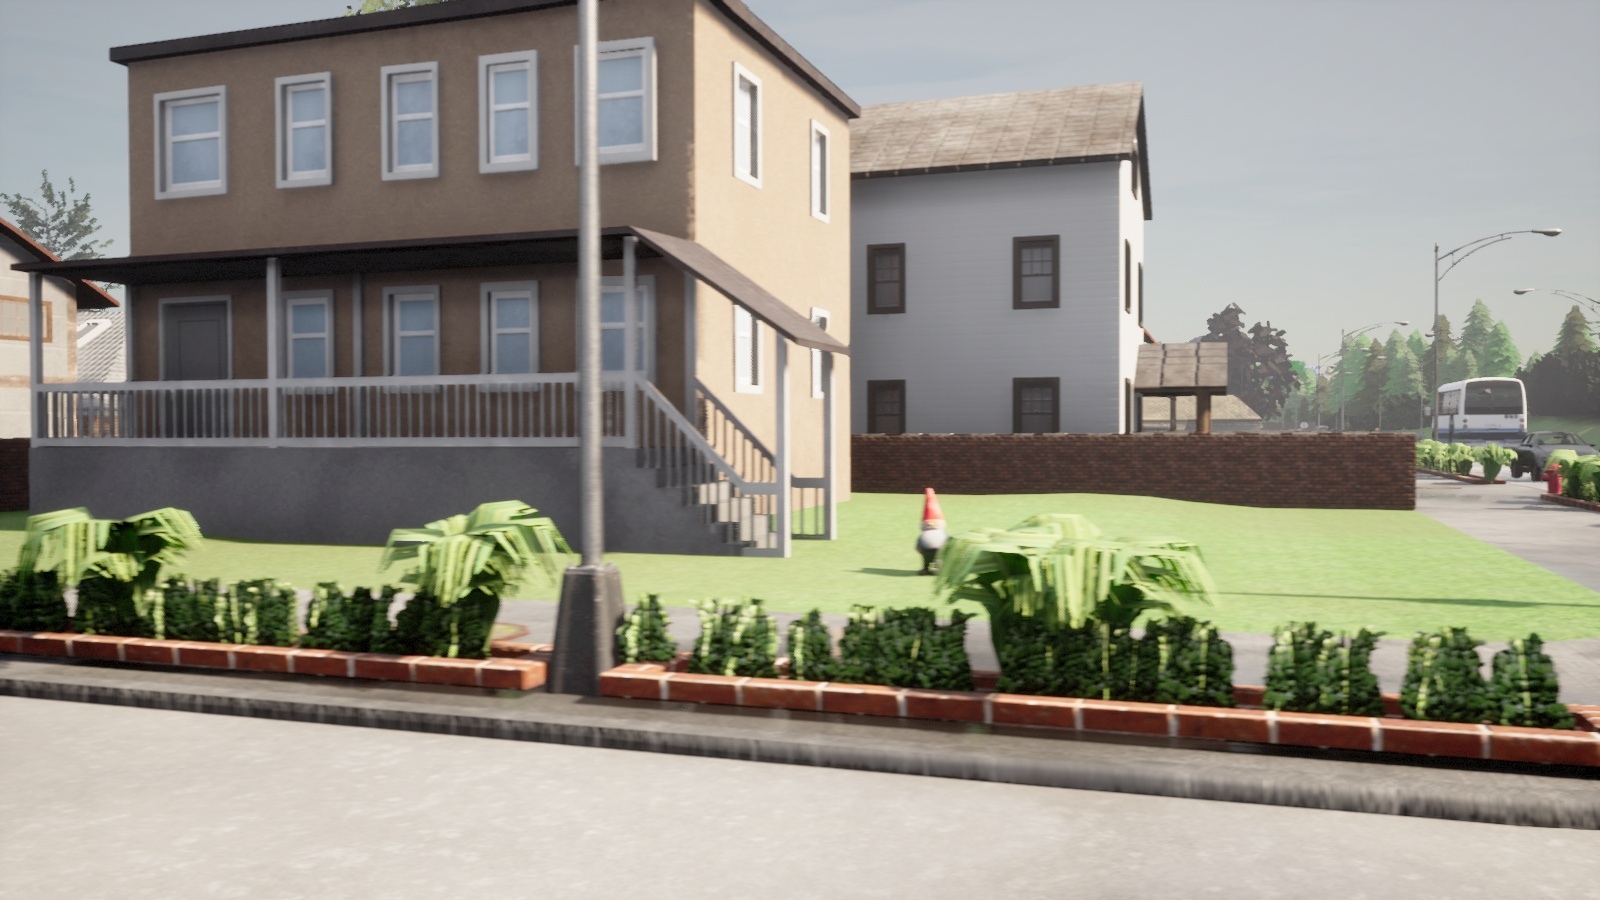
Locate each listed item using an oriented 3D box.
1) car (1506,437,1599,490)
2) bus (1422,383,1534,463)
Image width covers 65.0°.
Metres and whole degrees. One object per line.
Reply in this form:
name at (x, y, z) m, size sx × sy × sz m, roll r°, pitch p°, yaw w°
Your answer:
car at (22.500, 0.350, 37.427) m, size 1.816 × 1.474 × 4.193 m, roll 1°, pitch 1°, yaw 19°
bus at (38.616, -1.511, 71.970) m, size 3.944 × 4.253 × 10.273 m, roll 1°, pitch 1°, yaw 19°
